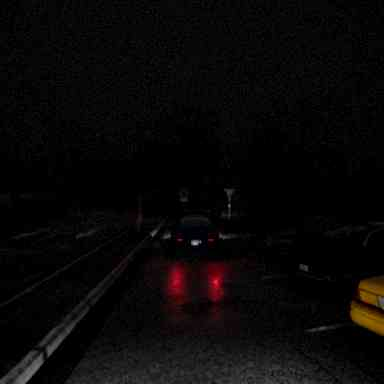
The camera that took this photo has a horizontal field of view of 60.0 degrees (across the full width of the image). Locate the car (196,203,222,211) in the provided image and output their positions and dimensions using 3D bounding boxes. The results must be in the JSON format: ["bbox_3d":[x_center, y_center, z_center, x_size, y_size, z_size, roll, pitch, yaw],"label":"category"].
[{"bbox_3d":[1.385,1.616,29.194,1.895,1.301,4.718,0,-2,16],"label":"car"}]

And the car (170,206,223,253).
[{"bbox_3d":[0.105,1.532,13.553,1.812,1.442,4.674,0,0,0],"label":"car"}]

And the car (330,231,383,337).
[{"bbox_3d":[5.004,1.489,5.101,5.366,1.575,1.946,1,0,-20],"label":"car"}]

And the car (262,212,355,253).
[{"bbox_3d":[4.840,1.495,11.820,4.892,1.521,2.231,1,0,-20],"label":"car"}]

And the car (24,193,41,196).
[{"bbox_3d":[-26.857,0.822,54.720,5.008,1.535,1.882,4,-2,2],"label":"car"}]

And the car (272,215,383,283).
[{"bbox_3d":[4.827,1.494,8.426,4.892,1.521,2.231,1,0,-20],"label":"car"}]
